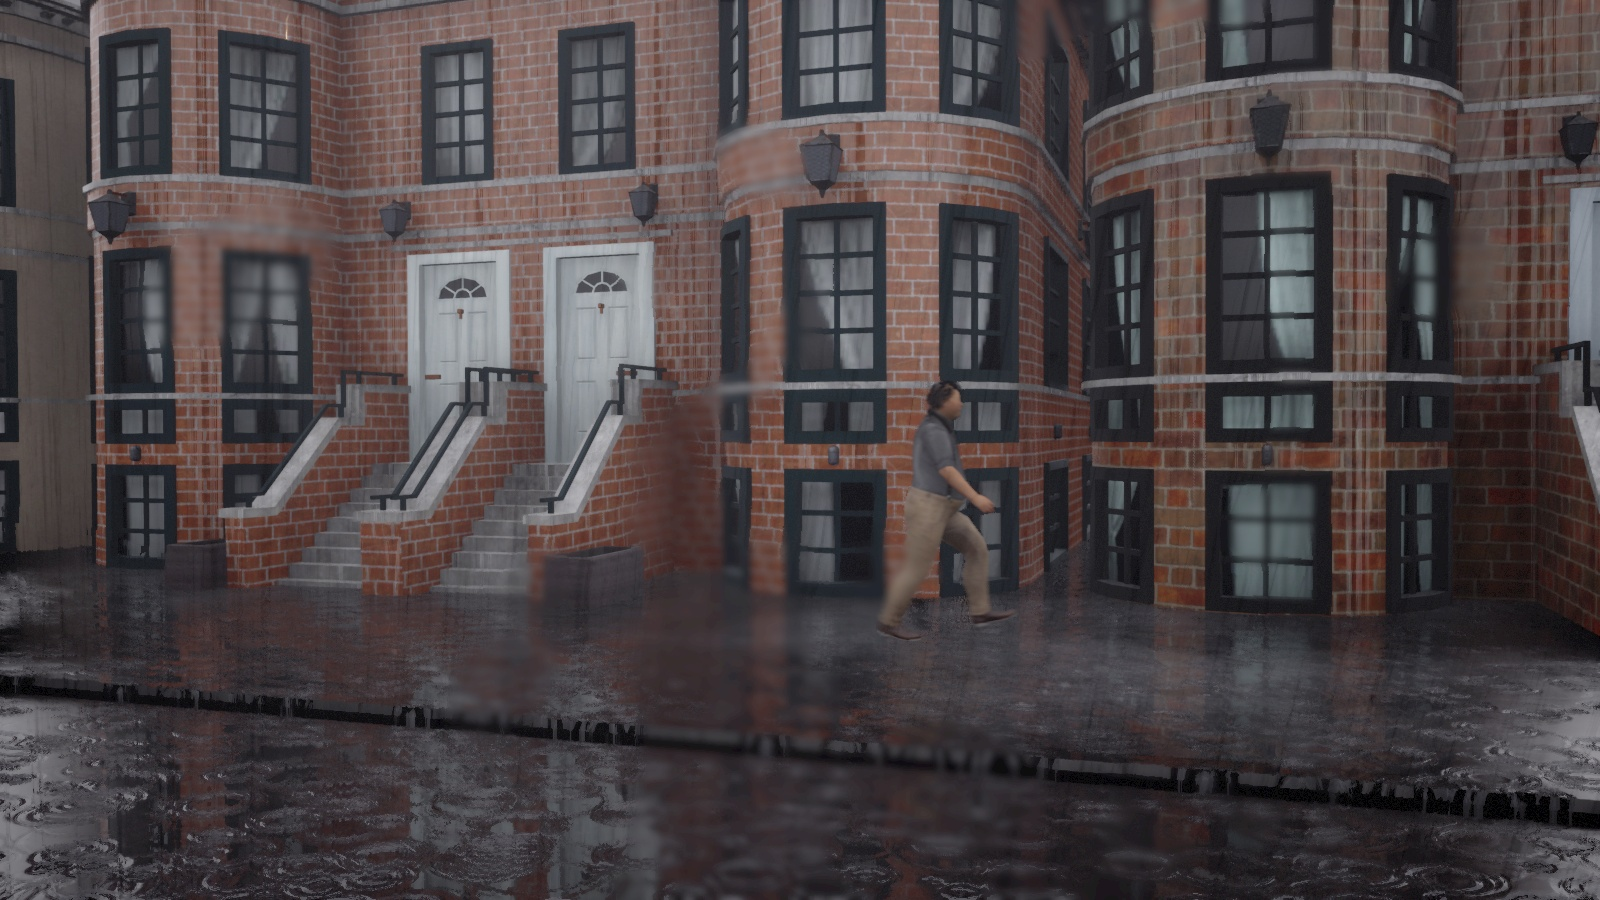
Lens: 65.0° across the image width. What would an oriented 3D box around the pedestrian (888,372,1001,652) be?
[{"bbox_3d":[1.001,0.402,8.633,0.694,1.848,0.540,0,1,15],"label":"pedestrian"}]
